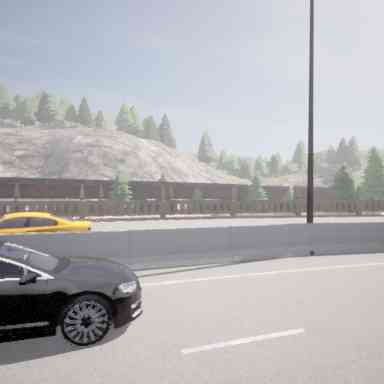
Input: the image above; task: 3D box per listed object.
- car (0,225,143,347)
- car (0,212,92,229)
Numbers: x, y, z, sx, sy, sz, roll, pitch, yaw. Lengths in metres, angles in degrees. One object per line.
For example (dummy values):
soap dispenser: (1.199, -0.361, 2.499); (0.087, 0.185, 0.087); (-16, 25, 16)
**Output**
car: (-3.229, 1.487, 5.034); (4.902, 1.511, 2.128); (0, 0, -23)
car: (-6.018, 1.470, 11.634); (5.008, 1.535, 1.882); (0, 0, -23)
